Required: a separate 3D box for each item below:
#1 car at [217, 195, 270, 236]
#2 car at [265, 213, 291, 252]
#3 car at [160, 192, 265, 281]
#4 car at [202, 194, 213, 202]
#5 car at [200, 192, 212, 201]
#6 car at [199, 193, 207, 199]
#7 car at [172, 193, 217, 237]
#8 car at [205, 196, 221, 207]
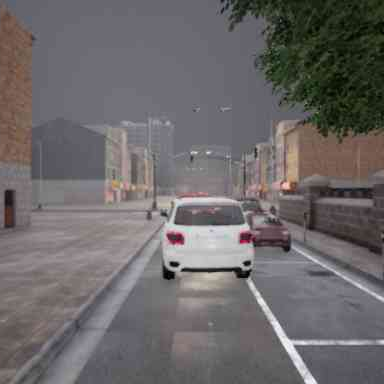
[{"bbox_3d":[2.687,1.172,18.583,2.192,1.841,5.009,1,0,0],"label":"car"},{"bbox_3d":[2.672,1.478,13.136,1.802,1.307,4.206,1,0,0],"label":"car"},{"bbox_3d":[0.250,1.143,9.821,2.150,2.045,5.566,0,0,-4],"label":"car"},{"bbox_3d":[2.777,1.143,61.326,1.887,1.381,4.507,0,0,0],"label":"car"},{"bbox_3d":[2.790,0.887,66.762,2.192,1.841,5.009,0,0,0],"label":"car"},{"bbox_3d":[2.835,1.030,88.513,2.008,1.369,4.403,0,0,0],"label":"car"},{"bbox_3d":[0.119,1.079,18.438,2.150,2.045,5.566,0,0,0],"label":"car"},{"bbox_3d":[2.741,1.231,45.015,1.887,1.381,4.507,1,0,0],"label":"car"}]
